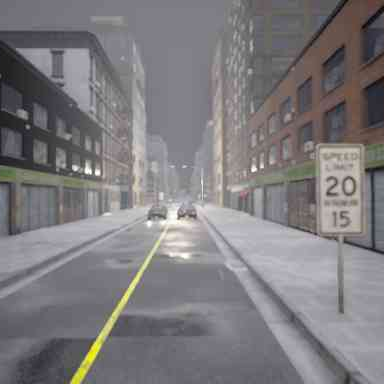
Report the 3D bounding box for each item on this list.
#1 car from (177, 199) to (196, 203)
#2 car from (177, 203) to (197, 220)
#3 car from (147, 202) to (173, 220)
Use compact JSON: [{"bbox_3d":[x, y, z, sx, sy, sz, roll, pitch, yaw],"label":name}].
[{"bbox_3d":[-0.727,2.105,44.940,2.033,1.411,5.357,0,-1,0],"label":"car"},{"bbox_3d":[-0.481,1.993,32.469,1.895,1.301,4.718,0,-1,-1],"label":"car"},{"bbox_3d":[-3.305,2.000,33.126,2.033,1.411,5.357,0,-1,-1],"label":"car"}]
